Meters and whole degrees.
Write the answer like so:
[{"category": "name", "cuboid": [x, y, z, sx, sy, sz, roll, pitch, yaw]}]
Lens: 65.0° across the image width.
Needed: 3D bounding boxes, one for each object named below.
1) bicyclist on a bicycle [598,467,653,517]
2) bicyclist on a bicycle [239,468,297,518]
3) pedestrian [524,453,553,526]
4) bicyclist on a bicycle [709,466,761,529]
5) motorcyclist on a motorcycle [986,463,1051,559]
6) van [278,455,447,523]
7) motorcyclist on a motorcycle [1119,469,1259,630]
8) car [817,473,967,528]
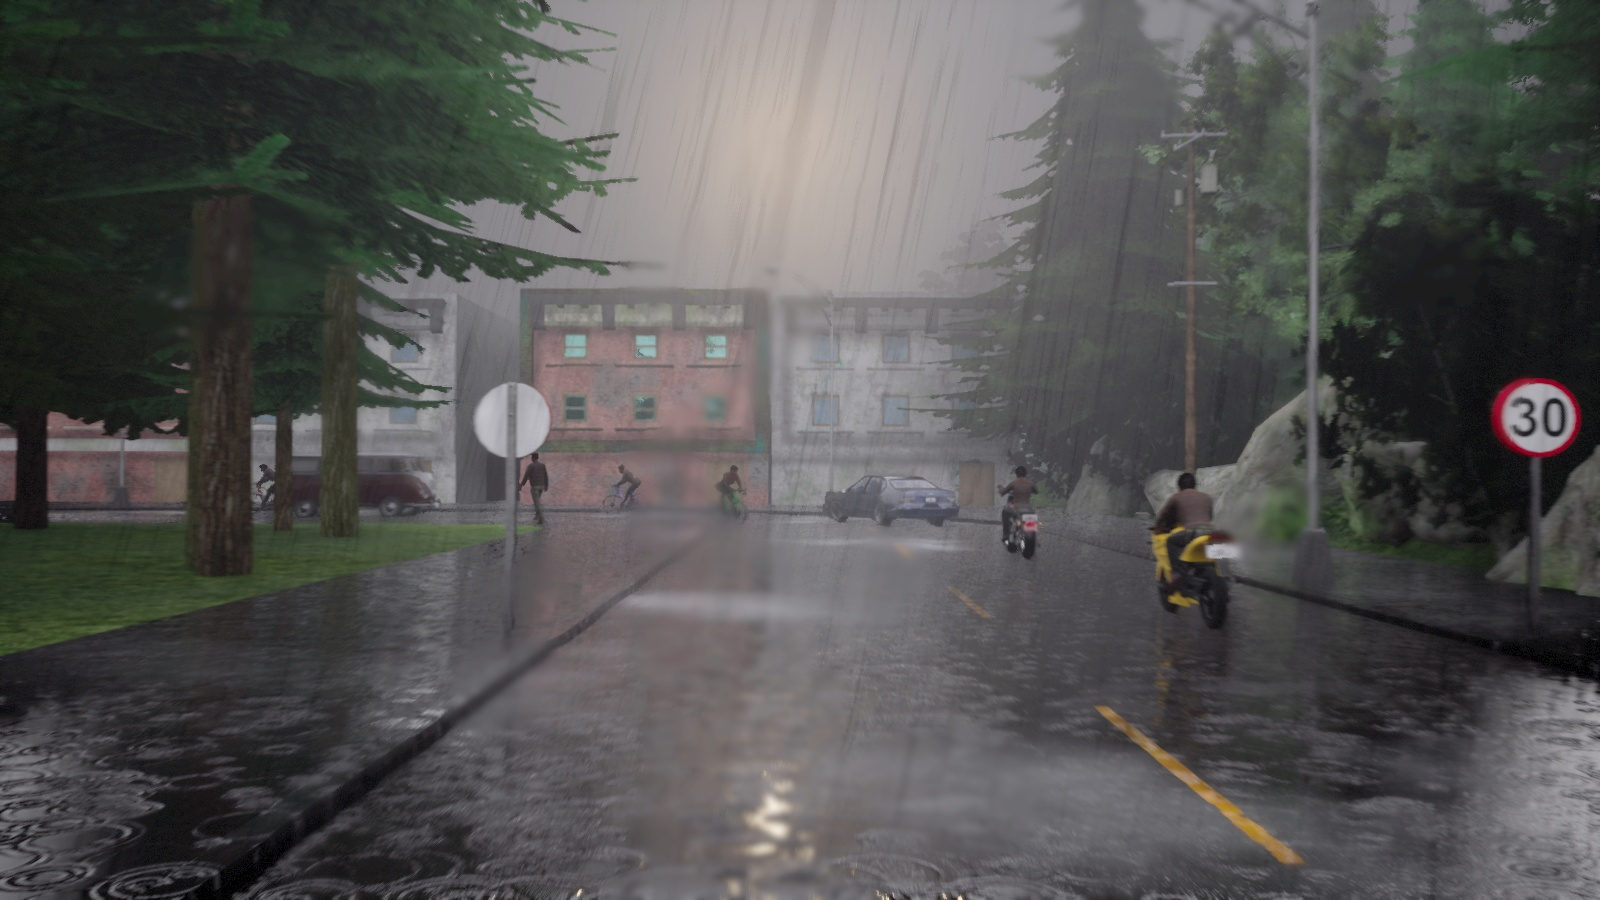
[{"category": "bicyclist on a bicycle", "cuboid": [-5.715, 1.378, 41.172, 1.656, 1.620, 0.582, -1, 0, 11]}, {"category": "bicyclist on a bicycle", "cuboid": [-17.633, 1.431, 41.651, 1.656, 1.620, 0.582, -1, -1, 0]}, {"category": "pedestrian", "cuboid": [-6.706, 1.008, 32.169, 0.431, 1.840, 0.703, 1, -1, -43]}, {"category": "bicyclist on a bicycle", "cuboid": [-1.772, 1.257, 33.868, 0.582, 1.620, 1.656, -2, 0, -35]}, {"category": "motorcyclist on a motorcycle", "cuboid": [3.945, 1.073, 22.859, 0.766, 1.649, 2.350, 0, -1, 0]}, {"category": "van", "cuboid": [-13.060, 1.155, 37.645, 4.442, 1.987, 1.775, 0, -1, 0]}, {"category": "motorcyclist on a motorcycle", "cuboid": [3.969, 0.964, 13.006, 0.797, 1.523, 2.044, 0, -1, 0]}, {"category": "car", "cuboid": [2.449, 1.355, 35.187, 2.033, 1.411, 5.357, 0, -1, -22]}]
